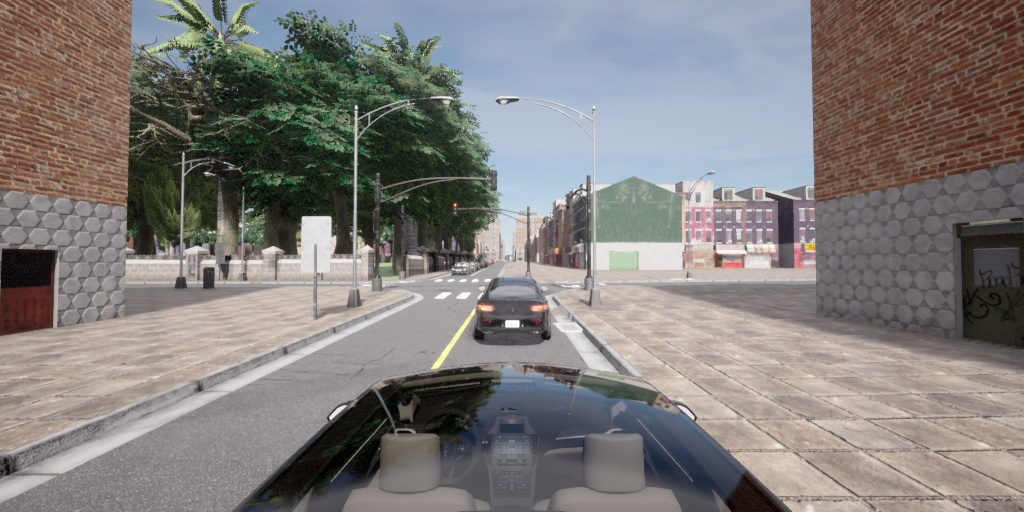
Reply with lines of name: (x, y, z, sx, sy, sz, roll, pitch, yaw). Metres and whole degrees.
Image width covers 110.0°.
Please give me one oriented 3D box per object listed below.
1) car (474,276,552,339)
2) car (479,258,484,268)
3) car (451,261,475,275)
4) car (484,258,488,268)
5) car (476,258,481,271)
car: (0.031, 1.279, 9.921, 1.812, 1.442, 4.674, 0, 0, 1)
car: (-5.555, 1.371, 51.370, 1.948, 1.339, 4.313, 0, 0, 0)
car: (-5.493, 1.332, 38.784, 2.007, 1.370, 4.403, 0, 0, 0)
car: (-5.632, 1.417, 62.269, 1.802, 1.307, 4.207, 0, 0, 0)
car: (-5.517, 1.344, 45.920, 2.007, 1.370, 4.403, 0, 0, 0)
